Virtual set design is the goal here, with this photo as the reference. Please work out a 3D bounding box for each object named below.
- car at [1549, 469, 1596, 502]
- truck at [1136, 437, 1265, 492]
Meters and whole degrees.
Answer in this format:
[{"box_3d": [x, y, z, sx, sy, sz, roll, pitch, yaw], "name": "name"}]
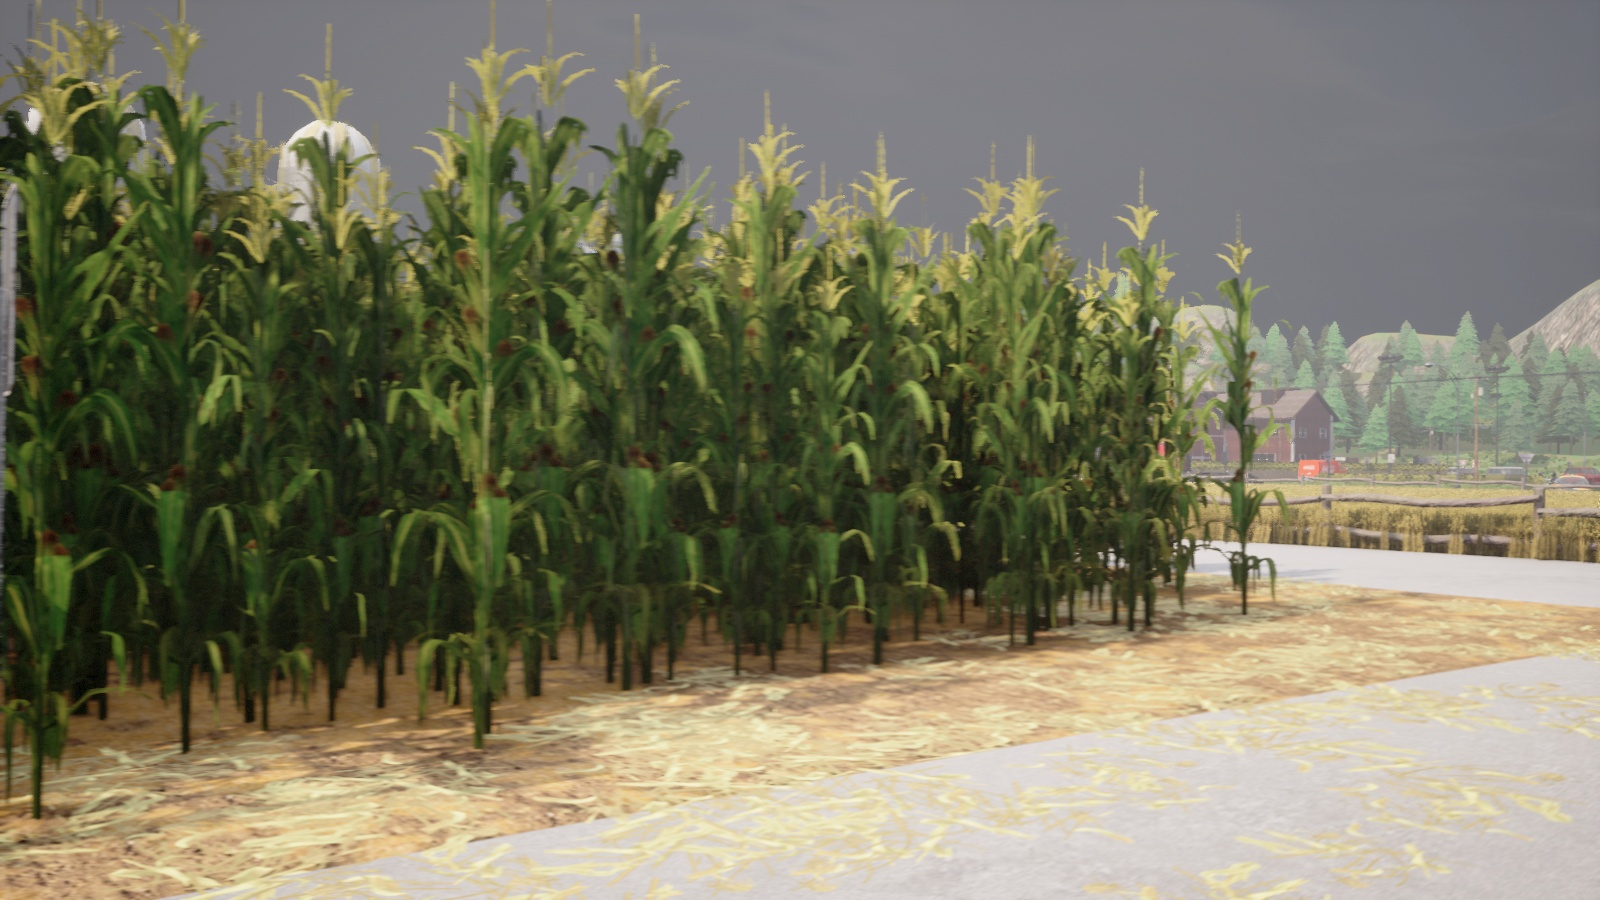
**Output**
[{"box_3d": [39.368, 1.765, 64.104, 1.801, 1.575, 5.366, 0, -1, 29], "name": "car"}, {"box_3d": [26.210, 0.917, 82.615, 2.891, 3.462, 7.936, 1, 0, -35], "name": "truck"}]
